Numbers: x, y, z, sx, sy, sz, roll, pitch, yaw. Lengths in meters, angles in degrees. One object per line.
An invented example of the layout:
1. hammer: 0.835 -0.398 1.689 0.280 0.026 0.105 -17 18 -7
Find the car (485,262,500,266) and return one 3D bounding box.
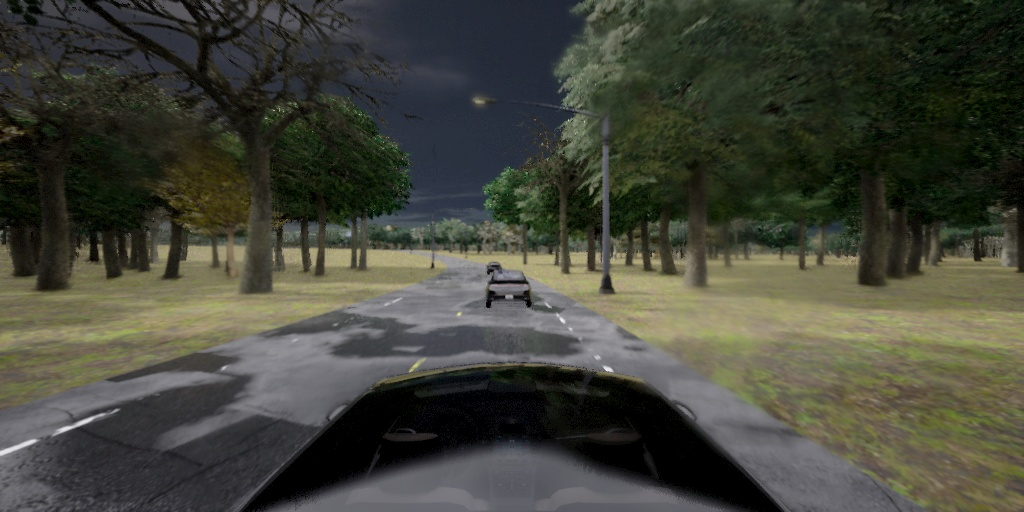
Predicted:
1. car: -2.379 1.524 46.496 1.837 1.490 4.892 0 0 -6

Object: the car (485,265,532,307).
1. car: -0.186 1.363 16.171 2.128 1.511 4.902 0 0 -2
